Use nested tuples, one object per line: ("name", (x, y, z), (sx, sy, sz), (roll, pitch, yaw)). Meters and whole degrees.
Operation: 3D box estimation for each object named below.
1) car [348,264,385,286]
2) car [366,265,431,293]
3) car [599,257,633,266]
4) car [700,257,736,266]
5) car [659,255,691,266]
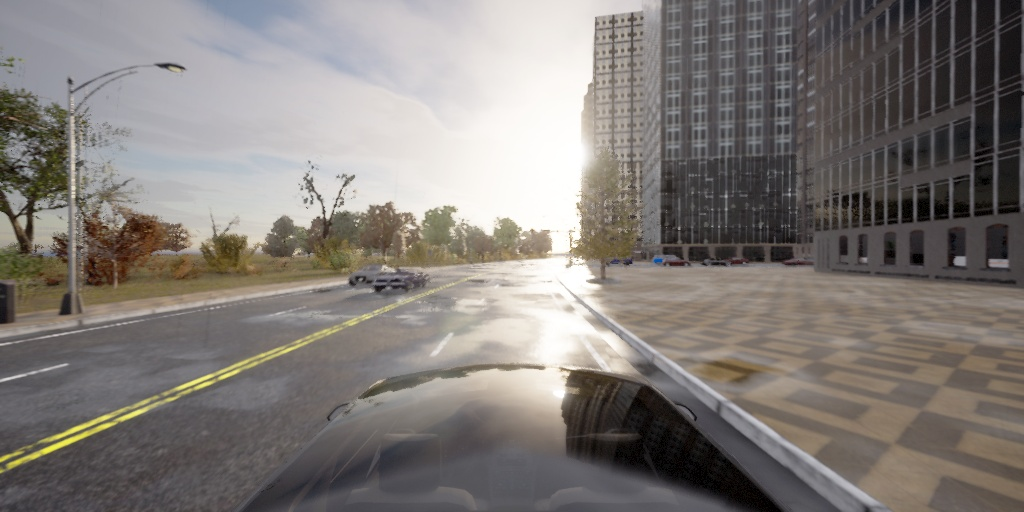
("car", (-9.107, 1.241, 23.859), (1.994, 1.385, 4.181), (0, 0, 4))
("car", (-6.087, 1.293, 20.206), (1.895, 1.301, 4.718), (0, 0, 3))
("car", (17.653, 0.698, 60.879), (5.566, 2.045, 2.150), (0, 0, 11))
("car", (31.411, 0.971, 55.335), (4.313, 1.339, 1.948), (0, 0, 11))
("car", (25.821, 0.879, 56.391), (4.097, 1.591, 1.967), (0, 0, 11))
